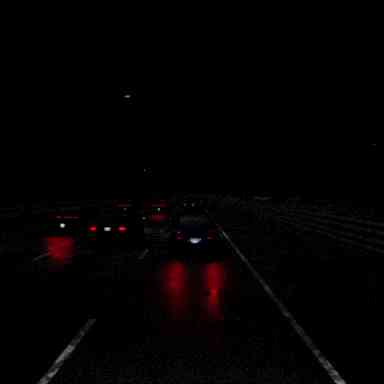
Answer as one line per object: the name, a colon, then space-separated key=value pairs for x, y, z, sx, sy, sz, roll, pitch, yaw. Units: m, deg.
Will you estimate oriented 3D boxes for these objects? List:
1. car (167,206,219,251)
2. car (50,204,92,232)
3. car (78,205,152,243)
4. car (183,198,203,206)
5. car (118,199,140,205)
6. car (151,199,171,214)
car: x=0.098 y=1.532 z=13.964 sx=1.812 sy=1.442 sz=4.674 roll=0 pitch=0 yaw=0
car: x=-6.898 y=1.509 z=20.141 sx=1.837 sy=1.490 sz=4.892 roll=0 pitch=0 yaw=0
car: x=-3.405 y=1.556 z=15.958 sx=2.033 sy=1.411 sz=5.357 roll=0 pitch=0 yaw=0
car: x=0.096 y=1.387 z=36.170 sx=2.097 sy=1.767 sz=4.553 roll=0 pitch=0 yaw=0
car: x=-6.907 y=1.541 z=36.497 sx=1.837 sy=1.490 sz=4.892 roll=0 pitch=0 yaw=0
car: x=-3.407 y=1.541 z=36.552 sx=1.837 sy=1.490 sz=4.892 roll=0 pitch=0 yaw=0
